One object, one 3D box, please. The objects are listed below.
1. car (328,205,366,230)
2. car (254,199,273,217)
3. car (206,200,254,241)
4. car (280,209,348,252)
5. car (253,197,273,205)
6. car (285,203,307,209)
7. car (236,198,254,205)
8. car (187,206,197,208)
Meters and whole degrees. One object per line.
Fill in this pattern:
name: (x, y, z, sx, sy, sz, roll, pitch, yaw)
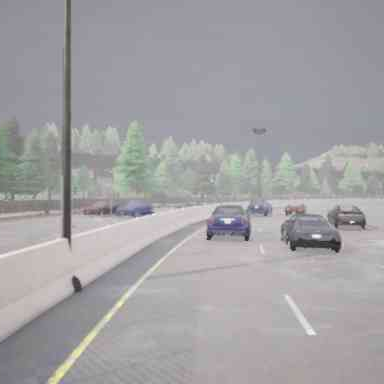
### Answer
car: (10.398, 1.642, 22.631, 2.128, 1.511, 4.902, 0, 0, 15)
car: (7.117, 1.545, 34.678, 2.097, 1.767, 4.553, 0, 0, 21)
car: (2.069, 1.444, 17.693, 2.097, 1.767, 4.553, 0, 0, 11)
car: (5.031, 1.654, 14.529, 1.994, 1.385, 4.181, 0, 0, 9)
car: (14.576, 1.855, 67.690, 1.882, 1.535, 5.008, 0, 0, 40)
car: (11.046, 1.812, 35.180, 1.895, 1.301, 4.718, 0, 0, 23)
car: (10.943, 1.904, 68.758, 1.994, 1.385, 4.181, 0, 0, 37)
car: (-0.227, 1.768, 35.744, 1.895, 1.301, 4.718, 0, 0, 21)
